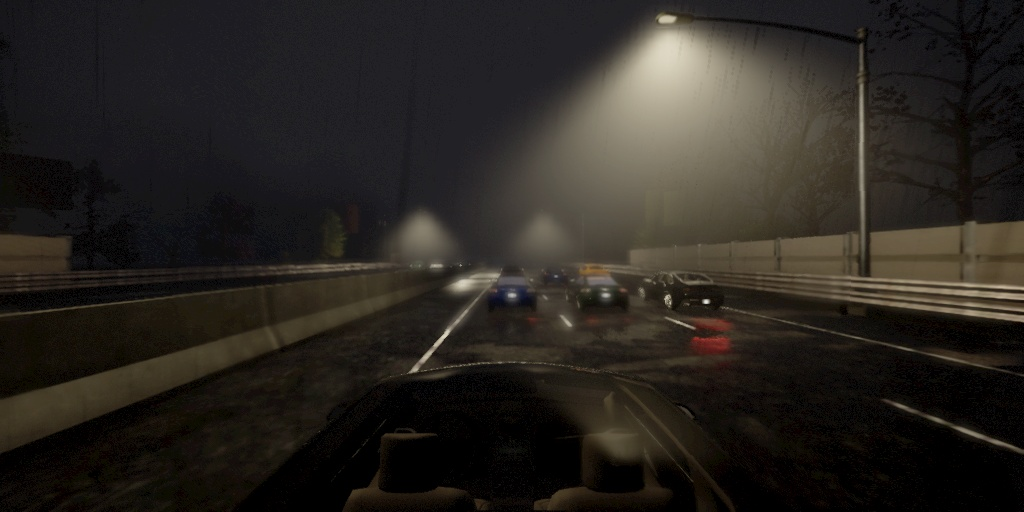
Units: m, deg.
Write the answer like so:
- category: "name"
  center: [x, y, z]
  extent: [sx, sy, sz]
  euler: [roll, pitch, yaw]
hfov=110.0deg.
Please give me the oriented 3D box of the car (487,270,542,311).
- category: "car"
  center: [0.022, 1.456, 15.395]
  extent: [1.994, 1.385, 4.181]
  euler: [0, -1, 0]

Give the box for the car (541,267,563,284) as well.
- category: "car"
  center: [3.515, 1.609, 30.296]
  extent: [1.994, 1.385, 4.181]
  euler: [0, -1, 1]

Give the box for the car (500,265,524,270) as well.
- category: "car"
  center: [0.023, 1.530, 31.093]
  extent: [1.882, 1.535, 5.008]
  euler: [0, 0, 0]

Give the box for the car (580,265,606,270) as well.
- category: "car"
  center: [7.023, 1.530, 31.086]
  extent: [1.882, 1.535, 5.008]
  euler: [0, 0, 0]

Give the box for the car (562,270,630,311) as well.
- category: "car"
  center: [3.523, 1.456, 15.369]
  extent: [1.994, 1.385, 4.181]
  euler: [0, -1, 0]

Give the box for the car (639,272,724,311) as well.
- category: "car"
  center: [7.020, 1.398, 15.345]
  extent: [1.837, 1.490, 4.892]
  euler: [0, 0, 0]
